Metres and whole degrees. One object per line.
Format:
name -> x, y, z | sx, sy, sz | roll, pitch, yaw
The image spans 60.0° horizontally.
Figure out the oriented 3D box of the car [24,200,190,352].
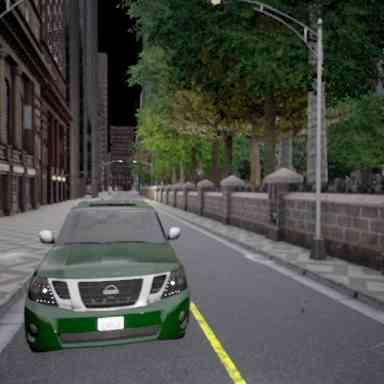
car -> -1.573, 1.217, 6.668 | 2.150, 2.045, 5.566 | 0, 0, -13
